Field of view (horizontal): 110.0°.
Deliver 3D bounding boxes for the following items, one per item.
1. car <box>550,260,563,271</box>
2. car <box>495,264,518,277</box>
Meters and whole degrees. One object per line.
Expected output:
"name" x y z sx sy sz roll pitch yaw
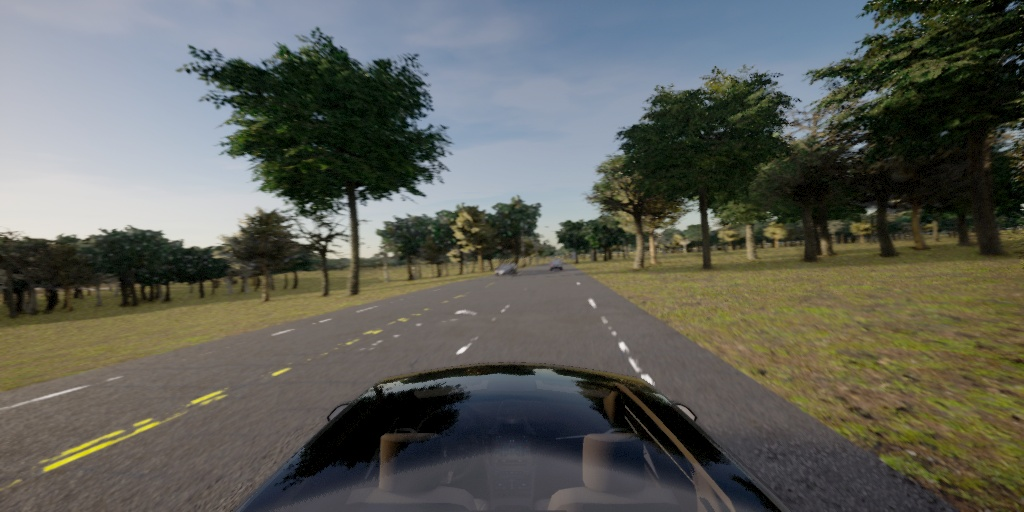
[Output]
"car" 6.755 1.445 54.672 2.033 1.411 5.357 -3 -1 7
"car" -0.612 1.685 42.927 2.128 1.511 4.902 -4 -1 14
